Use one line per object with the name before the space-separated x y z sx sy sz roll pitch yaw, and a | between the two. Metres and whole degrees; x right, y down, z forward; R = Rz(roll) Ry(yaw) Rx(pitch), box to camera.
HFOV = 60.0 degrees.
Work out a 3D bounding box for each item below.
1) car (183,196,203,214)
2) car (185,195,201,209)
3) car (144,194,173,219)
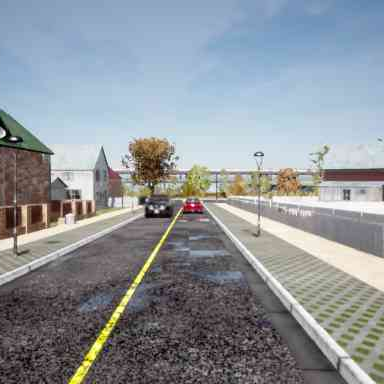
car | 0.090 1.345 35.336 2.097 1.767 4.553 0 0 0
car | 0.090 1.353 45.097 2.097 1.767 4.553 0 0 0
car | -2.838 1.212 29.578 2.150 2.045 5.566 0 0 0
